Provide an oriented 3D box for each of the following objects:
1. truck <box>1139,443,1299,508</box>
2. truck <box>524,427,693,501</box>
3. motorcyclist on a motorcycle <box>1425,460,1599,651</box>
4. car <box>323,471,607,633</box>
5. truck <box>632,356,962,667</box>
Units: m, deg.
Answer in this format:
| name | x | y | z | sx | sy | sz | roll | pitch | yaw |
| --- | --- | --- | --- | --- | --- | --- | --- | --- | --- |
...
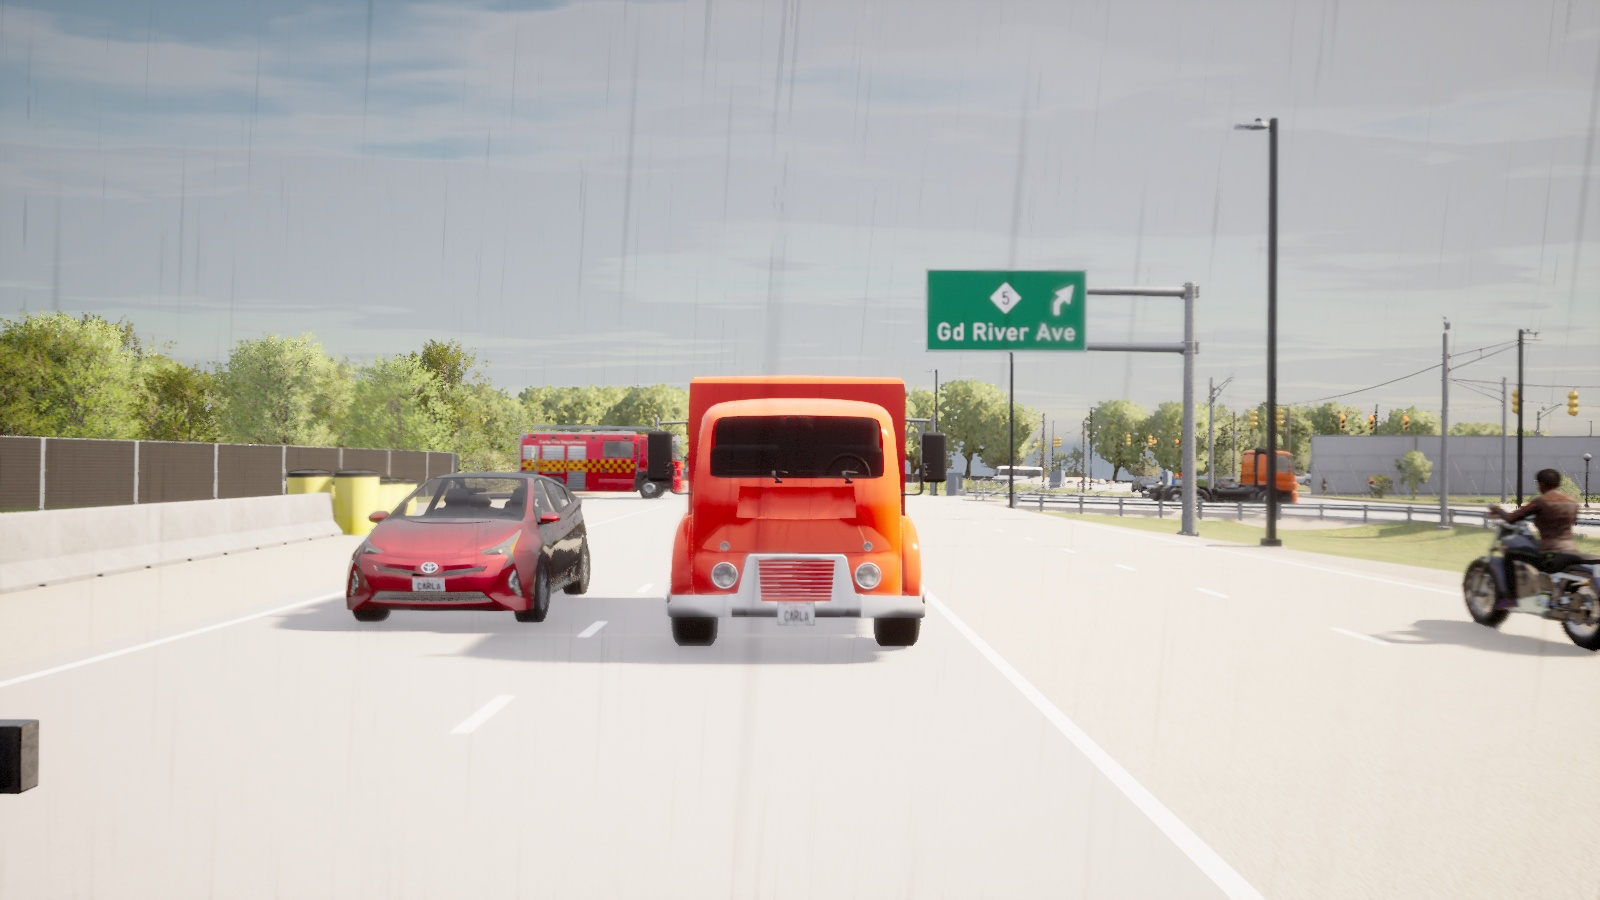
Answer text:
| name | x | y | z | sx | sy | sz | roll | pitch | yaw |
| --- | --- | --- | --- | --- | --- | --- | --- | --- | --- |
| truck | 23.339 | 1.418 | 70.137 | 7.936 | 3.462 | 2.891 | 1 | -1 | -1 |
| truck | -10.027 | 0.735 | 66.460 | 8.468 | 3.827 | 2.891 | 0 | -1 | 0 |
| motorcyclist on a motorcycle | 6.972 | 0.930 | 12.027 | 0.766 | 1.649 | 2.350 | 0 | -1 | 0 |
| car | -3.533 | 1.006 | 14.188 | 2.007 | 1.525 | 4.514 | 0 | -1 | 0 |
| truck | -0.031 | 0.535 | 12.626 | 2.627 | 2.467 | 5.204 | 0 | -1 | 0 |
